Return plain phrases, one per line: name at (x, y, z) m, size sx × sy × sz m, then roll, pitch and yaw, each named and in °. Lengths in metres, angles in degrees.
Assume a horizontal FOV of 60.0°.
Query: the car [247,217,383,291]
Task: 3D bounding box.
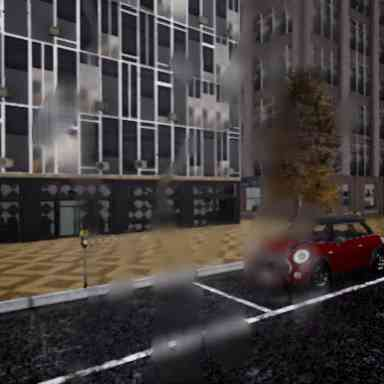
car at (3.391, 1.453, 8.988) m, size 4.097 × 1.590 × 1.967 m, roll 0°, pitch -1°, yaw -35°
